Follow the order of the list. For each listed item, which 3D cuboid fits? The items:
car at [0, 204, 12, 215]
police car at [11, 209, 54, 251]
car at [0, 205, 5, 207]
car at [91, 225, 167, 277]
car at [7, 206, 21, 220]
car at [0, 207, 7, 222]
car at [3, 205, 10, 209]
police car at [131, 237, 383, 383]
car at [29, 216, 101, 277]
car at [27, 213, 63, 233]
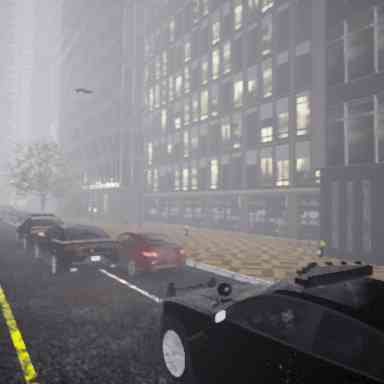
[{"bbox_3d":[-30.496,2.815,53.771,1.967,1.590,4.097,2,-2,-34],"label":"car"},{"bbox_3d":[-7.604,1.899,16.765,1.930,1.638,5.238,2,-2,-34],"label":"police car"},{"bbox_3d":[-27.305,2.708,49.058,1.967,1.590,4.097,2,-2,-34],"label":"car"},{"bbox_3d":[-1.782,1.953,11.350,1.802,1.307,4.206,2,-2,-34],"label":"car"},{"bbox_3d":[-17.735,2.494,34.915,2.008,1.369,4.403,2,-2,-34],"label":"car"},{"bbox_3d":[-20.956,2.499,34.917,1.895,1.301,4.718,2,-2,-34],"label":"car"},{"bbox_3d":[-20.926,2.604,39.628,2.008,1.369,4.403,2,-2,-34],"label":"car"},{"bbox_3d":[1.365,1.574,3.518,1.930,1.638,5.238,2,-2,-34],"label":"police car"},{"bbox_3d":[-4.180,1.828,11.704,1.882,1.535,5.008,2,-2,-34],"label":"car"},{"bbox_3d":[-11.355,2.300,25.488,1.802,1.307,4.206,2,-2,-34],"label":"car"}]
